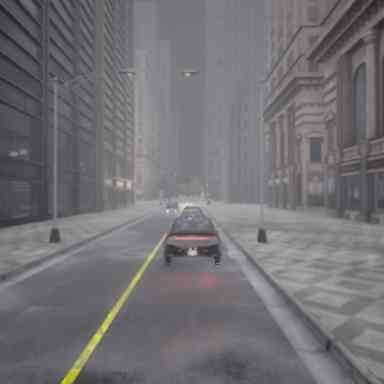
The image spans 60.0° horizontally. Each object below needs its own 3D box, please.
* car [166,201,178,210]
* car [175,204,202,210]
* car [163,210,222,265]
[{"bbox_3d":[-3.060,2.060,52.488,2.033,1.411,5.357,0,-1,0],"label":"car"},{"bbox_3d":[0.033,1.799,25.179,2.033,1.411,5.357,0,-1,0],"label":"car"},{"bbox_3d":[0.044,1.615,12.227,2.128,1.511,4.902,0,-1,1],"label":"car"}]
